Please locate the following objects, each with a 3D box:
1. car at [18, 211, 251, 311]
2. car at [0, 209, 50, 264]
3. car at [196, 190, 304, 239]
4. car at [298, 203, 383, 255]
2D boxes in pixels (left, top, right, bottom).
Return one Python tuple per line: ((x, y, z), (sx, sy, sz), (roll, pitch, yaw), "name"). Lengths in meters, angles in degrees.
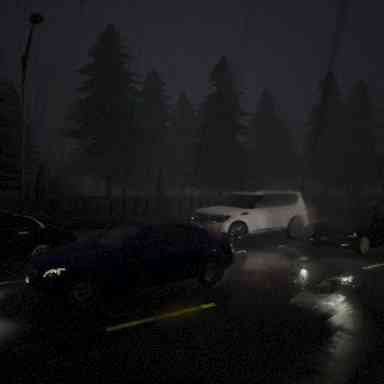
((-1.090, 1.346, 7.426), (4.674, 1.442, 1.812), (0, 1, -34), "car")
((-5.556, 1.236, 8.658), (4.892, 1.490, 1.837), (0, 1, -34), "car")
((2.570, 0.951, 14.133), (5.566, 2.045, 2.150), (-1, 2, -34), "car")
((6.505, 1.301, 12.575), (5.008, 1.535, 1.882), (0, 1, -34), "car")
